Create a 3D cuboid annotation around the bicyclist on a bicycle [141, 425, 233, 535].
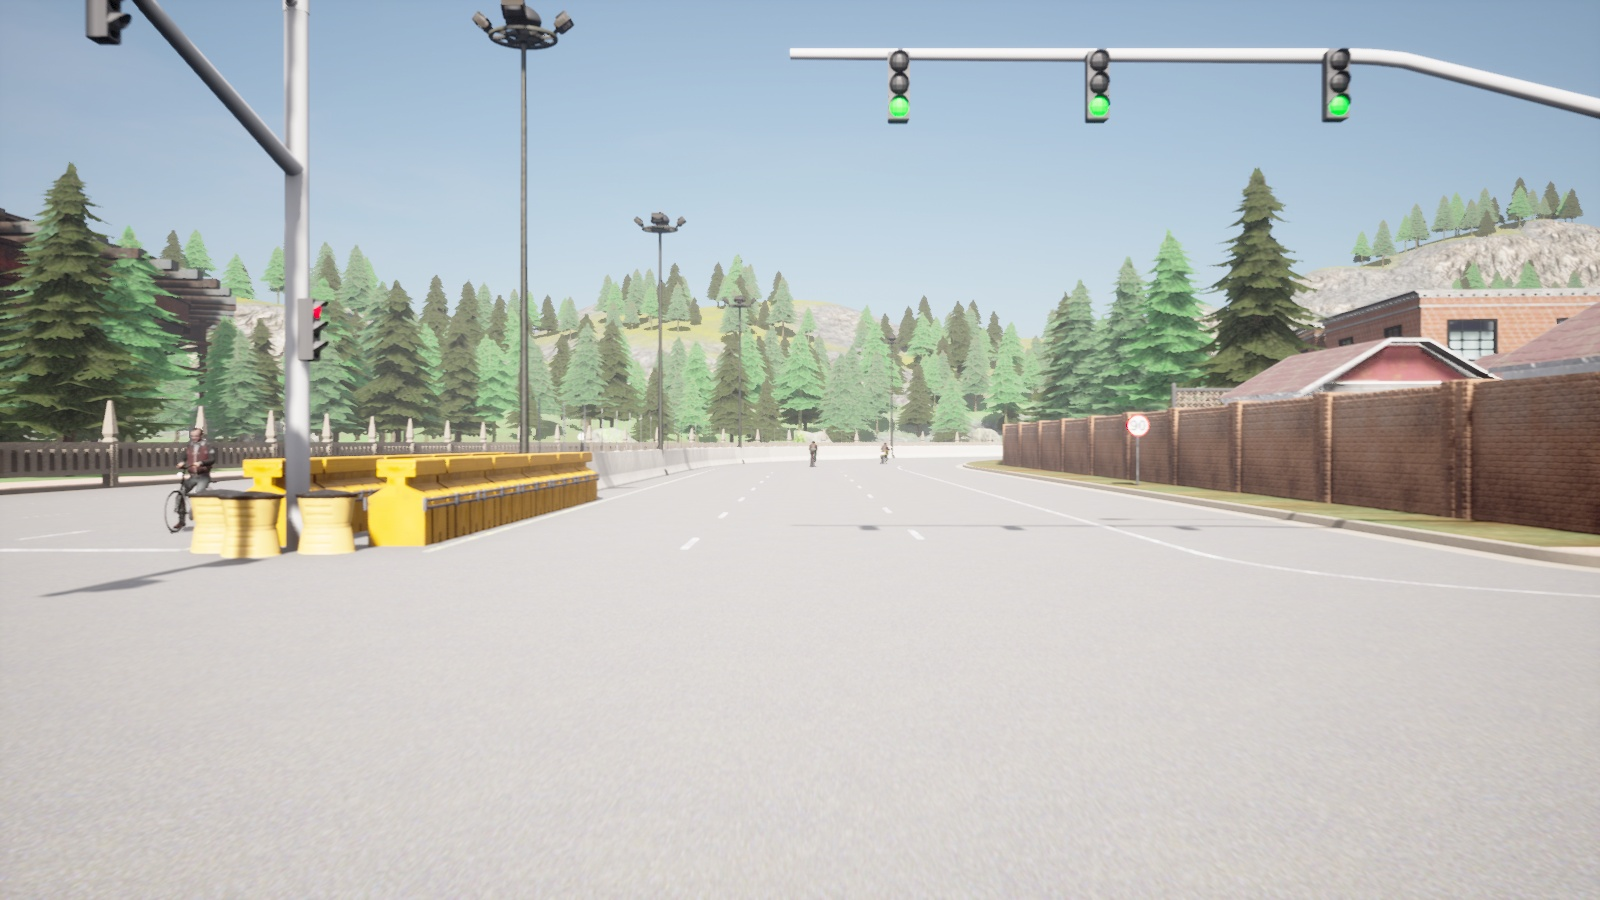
[{"bbox_3d":[-10.364,0.489,21.305,0.659,1.776,1.843,0,0,0],"label":"bicyclist on a bicycle"}]
